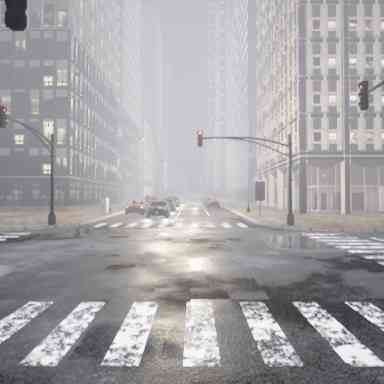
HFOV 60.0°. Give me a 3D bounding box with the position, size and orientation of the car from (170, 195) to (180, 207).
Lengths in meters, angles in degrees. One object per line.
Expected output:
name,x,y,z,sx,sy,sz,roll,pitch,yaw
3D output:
car,-2.896,1.359,49.858,2.097,1.767,4.553,0,0,0

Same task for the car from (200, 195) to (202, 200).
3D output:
car,2.948,1.575,61.709,1.947,1.339,4.313,1,0,0

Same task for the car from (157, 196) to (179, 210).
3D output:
car,-2.941,1.510,39.784,1.837,1.490,4.892,0,0,0

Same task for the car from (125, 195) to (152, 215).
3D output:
car,-5.540,1.444,33.797,1.967,1.590,4.097,1,0,0

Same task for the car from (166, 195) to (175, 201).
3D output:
car,-5.343,1.557,83.973,1.887,1.381,4.507,1,0,0

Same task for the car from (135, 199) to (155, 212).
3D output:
car,-5.521,1.587,39.372,1.802,1.307,4.206,1,0,0

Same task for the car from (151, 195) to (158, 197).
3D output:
car,-5.493,1.321,44.947,2.192,1.841,5.009,1,0,0

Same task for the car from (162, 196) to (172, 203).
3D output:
car,-5.387,1.555,72.823,1.887,1.381,4.507,1,0,0

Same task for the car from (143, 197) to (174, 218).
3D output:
car,-2.979,1.509,30.335,1.837,1.490,4.892,0,0,0

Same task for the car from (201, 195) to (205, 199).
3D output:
car,2.928,1.533,56.302,1.752,1.417,4.829,1,0,0

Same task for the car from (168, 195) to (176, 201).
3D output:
car,-5.321,1.565,89.548,2.008,1.369,4.403,1,0,0

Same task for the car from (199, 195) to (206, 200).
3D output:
car,3.081,1.560,95.172,1.887,1.381,4.507,1,0,0

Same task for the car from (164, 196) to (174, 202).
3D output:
car,-5.365,1.562,78.398,2.008,1.369,4.403,1,0,0

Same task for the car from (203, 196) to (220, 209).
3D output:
car,2.881,1.588,44.976,1.802,1.307,4.206,1,0,0

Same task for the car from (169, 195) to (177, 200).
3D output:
car,-5.300,1.581,95.123,1.947,1.339,4.313,1,0,0
